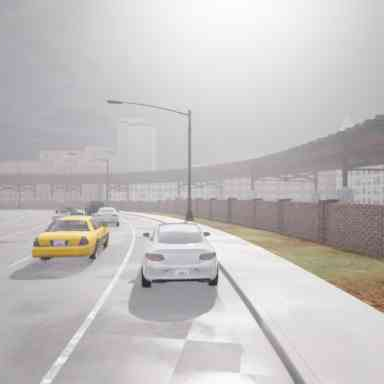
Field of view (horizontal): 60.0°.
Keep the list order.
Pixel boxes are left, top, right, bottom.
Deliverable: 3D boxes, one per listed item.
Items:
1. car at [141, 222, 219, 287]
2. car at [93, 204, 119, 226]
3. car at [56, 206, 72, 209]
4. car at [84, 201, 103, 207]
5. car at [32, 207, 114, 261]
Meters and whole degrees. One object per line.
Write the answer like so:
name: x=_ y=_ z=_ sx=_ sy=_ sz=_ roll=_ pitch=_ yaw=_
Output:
car: x=-0.407 y=1.583 z=9.382 sx=1.812 sy=1.442 sz=4.674 roll=0 pitch=-1 yaw=-5
car: x=-7.080 y=2.009 z=27.742 sx=1.812 sy=1.442 sz=4.674 roll=0 pitch=-1 yaw=-14
car: x=-11.090 y=2.149 z=29.301 sx=1.895 sy=1.301 sz=4.718 roll=0 pitch=-2 yaw=-16
car: x=-13.322 y=2.229 z=45.401 sx=2.150 sy=2.045 sz=5.566 roll=1 pitch=-2 yaw=-25
car: x=-4.295 y=1.561 z=12.592 sx=1.801 sy=1.575 sz=5.366 roll=0 pitch=-1 yaw=-6
